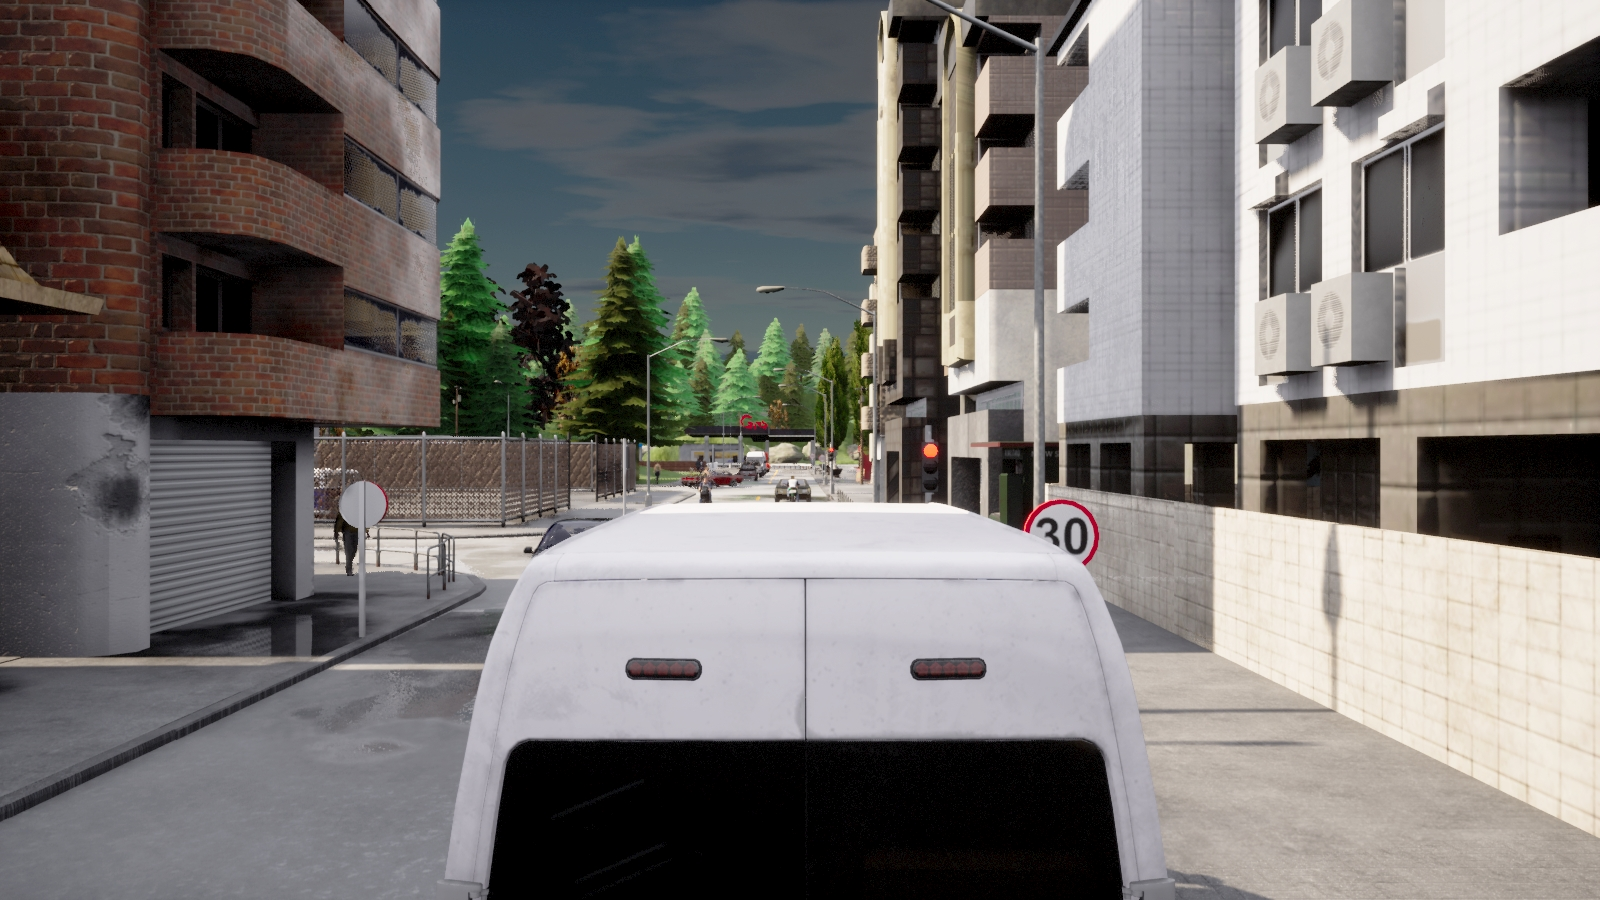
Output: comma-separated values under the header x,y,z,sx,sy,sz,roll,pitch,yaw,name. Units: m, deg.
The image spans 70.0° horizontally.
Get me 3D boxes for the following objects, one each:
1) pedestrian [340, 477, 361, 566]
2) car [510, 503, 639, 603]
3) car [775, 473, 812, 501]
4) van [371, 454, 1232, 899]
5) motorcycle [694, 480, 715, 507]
x,y,z,sx,sy,sz,roll,pitch,yaw,name
-9.544,1.506,24.252,0.375,1.860,0.375,0,0,-28,pedestrian
-4.025,1.809,20.950,1.845,1.501,3.633,0,0,-4,car
-0.339,1.912,60.159,1.895,1.301,4.718,0,0,0,car
-0.009,1.312,5.597,1.988,2.561,5.915,0,0,0,van
-4.334,1.973,52.180,0.803,1.145,2.033,0,0,0,motorcycle
